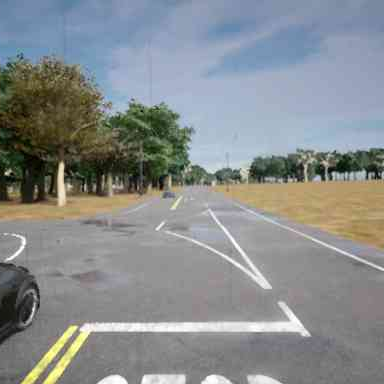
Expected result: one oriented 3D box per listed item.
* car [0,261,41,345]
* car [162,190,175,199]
[{"bbox_3d":[-3.512,1.512,3.856,1.994,1.385,4.181,0,1,0],"label":"car"},{"bbox_3d":[-3.800,0.341,54.801,1.994,1.385,4.181,0,2,-1],"label":"car"}]
